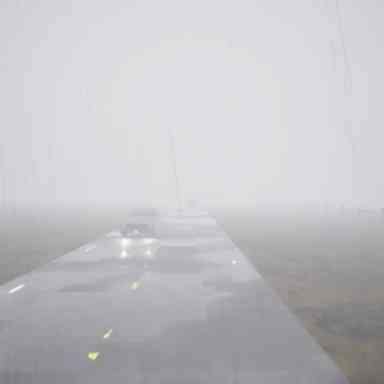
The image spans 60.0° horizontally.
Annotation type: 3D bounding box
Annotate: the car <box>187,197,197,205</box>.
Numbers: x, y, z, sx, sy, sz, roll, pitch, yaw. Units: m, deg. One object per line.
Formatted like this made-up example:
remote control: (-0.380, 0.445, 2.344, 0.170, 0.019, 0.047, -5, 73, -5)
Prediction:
car: (-0.011, 1.741, 66.583, 1.994, 1.385, 4.181, 0, 0, 0)

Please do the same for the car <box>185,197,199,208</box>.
car: (0.012, 1.661, 52.860, 1.837, 1.490, 4.892, 0, 0, 0)

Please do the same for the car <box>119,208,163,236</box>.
car: (-2.769, 1.616, 19.234, 2.033, 1.411, 5.357, 0, 0, 0)
